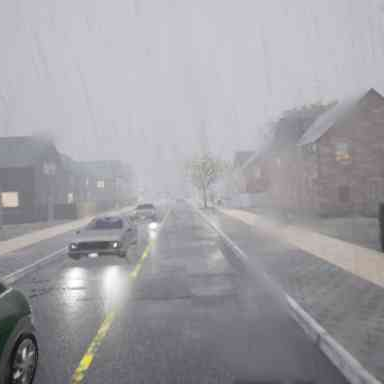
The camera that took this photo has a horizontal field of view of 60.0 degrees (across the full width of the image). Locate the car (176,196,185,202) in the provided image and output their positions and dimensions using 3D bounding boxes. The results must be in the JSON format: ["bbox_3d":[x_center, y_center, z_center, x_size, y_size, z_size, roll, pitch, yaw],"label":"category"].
[{"bbox_3d":[-2.723,1.637,77.714,2.033,1.411,5.357,-2,0,-2],"label":"car"}]

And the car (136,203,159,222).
[{"bbox_3d":[-3.722,1.612,27.002,1.812,1.442,4.674,-2,1,-2],"label":"car"}]

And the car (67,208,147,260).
[{"bbox_3d":[-3.249,1.636,13.288,2.033,1.411,5.357,-2,0,-2],"label":"car"}]

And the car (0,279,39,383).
[{"bbox_3d":[-2.851,1.455,2.073,2.097,1.767,4.553,-2,0,-2],"label":"car"}]

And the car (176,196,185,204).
[{"bbox_3d":[-2.359,1.630,67.679,1.994,1.385,4.181,-2,0,-2],"label":"car"}]
